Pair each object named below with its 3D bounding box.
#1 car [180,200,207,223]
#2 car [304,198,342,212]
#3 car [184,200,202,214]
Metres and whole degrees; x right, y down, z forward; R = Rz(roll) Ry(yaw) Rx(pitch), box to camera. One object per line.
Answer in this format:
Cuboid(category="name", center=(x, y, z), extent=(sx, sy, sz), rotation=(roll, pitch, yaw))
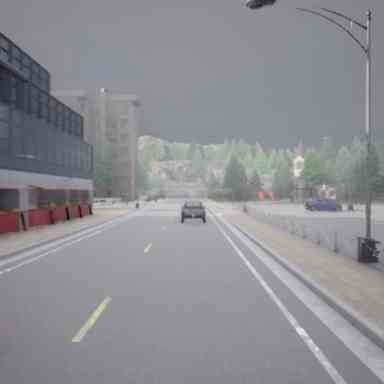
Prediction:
Cuboid(category="car", center=(0.100, 1.455, 25.554), extent=(2.128, 1.511, 4.902), rotation=(0, 0, 0))
Cuboid(category="car", center=(13.884, 1.341, 35.167), extent=(3.633, 1.501, 1.845), rotation=(0, 0, 0))
Cuboid(category="car", center=(0.093, 1.550, 36.031), extent=(1.895, 1.301, 4.718), rotation=(0, 0, 0))
